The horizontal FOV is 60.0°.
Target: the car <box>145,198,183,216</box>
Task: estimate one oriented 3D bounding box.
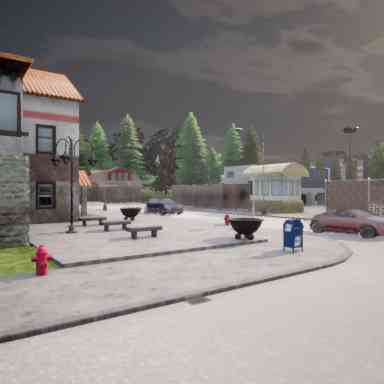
[{"bbox_3d":[-2.766,1.353,32.800,2.097,1.767,4.553,0,0,-35],"label":"car"}]

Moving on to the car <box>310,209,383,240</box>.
[{"bbox_3d":[8.325,1.564,17.286,1.994,1.385,4.181,0,0,-37],"label":"car"}]
